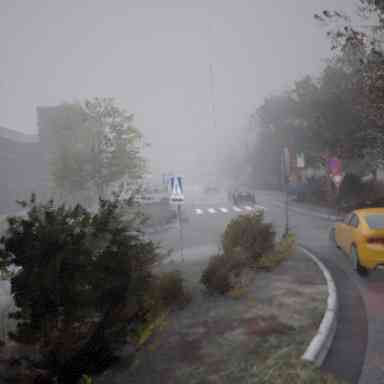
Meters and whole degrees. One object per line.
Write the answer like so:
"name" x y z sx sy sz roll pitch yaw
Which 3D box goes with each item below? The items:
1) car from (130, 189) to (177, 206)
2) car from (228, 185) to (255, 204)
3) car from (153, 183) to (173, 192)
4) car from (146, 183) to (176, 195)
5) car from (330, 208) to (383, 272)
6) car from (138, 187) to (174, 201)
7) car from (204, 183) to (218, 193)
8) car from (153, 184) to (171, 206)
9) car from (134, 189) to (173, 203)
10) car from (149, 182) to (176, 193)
"car" -4.790 0.593 41.314 5.366 1.575 1.946 -5 2 -23
"car" 4.913 0.185 33.867 2.097 1.767 4.553 -4 2 -3
"car" -7.234 -1.056 83.181 4.553 1.767 2.185 -5 2 -23
"car" -6.403 -0.650 68.218 5.566 2.045 2.435 -5 2 -23
"car" 5.484 1.214 9.871 1.882 1.535 5.008 -3 1 14
"car" -5.450 0.273 50.229 5.008 1.535 2.097 -5 3 -23
"car" 3.380 -0.838 61.127 2.097 1.767 4.553 -4 2 -3
"car" -4.658 0.589 35.214 5.566 2.045 2.435 -5 3 -23
"car" -5.131 0.540 44.241 4.674 1.452 2.002 -5 2 -23
"car" -6.885 -0.974 77.216 5.566 2.045 2.435 -5 2 -23
